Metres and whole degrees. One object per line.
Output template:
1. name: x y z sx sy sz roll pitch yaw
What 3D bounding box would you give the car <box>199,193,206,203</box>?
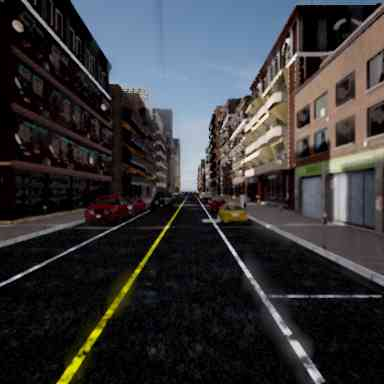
1. car: 2.686 1.158 56.558 2.008 1.369 4.403 0 0 0

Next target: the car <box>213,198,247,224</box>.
1. car: 2.689 1.367 22.912 1.752 1.417 4.829 0 0 0

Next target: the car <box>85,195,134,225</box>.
1. car: -5.690 1.158 22.744 2.192 1.841 5.009 0 0 0

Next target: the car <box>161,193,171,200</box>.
1. car: -5.696 1.039 73.469 2.008 1.369 4.403 0 0 0

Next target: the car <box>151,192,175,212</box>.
1. car: -3.004 0.979 35.199 2.150 2.045 5.566 0 0 0

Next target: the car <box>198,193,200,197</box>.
1. car: 2.684 0.972 79.272 1.752 1.417 4.829 0 0 0

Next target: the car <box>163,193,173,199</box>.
1. car: -5.697 0.998 79.106 2.008 1.369 4.403 0 0 0

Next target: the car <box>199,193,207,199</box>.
1. car: 2.683 0.974 84.739 1.947 1.339 4.313 0 0 0

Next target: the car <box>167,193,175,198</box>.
1. car: -5.698 0.912 90.378 1.887 1.381 4.507 0 0 0

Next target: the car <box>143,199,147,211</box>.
1. car: -5.692 1.309 34.018 1.887 1.381 4.507 0 0 0

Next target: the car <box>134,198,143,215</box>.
1. car: -5.692 1.244 28.380 1.967 1.590 4.097 0 0 0

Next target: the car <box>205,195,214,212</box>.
1. car: 2.688 1.309 34.014 1.887 1.381 4.507 0 0 0
